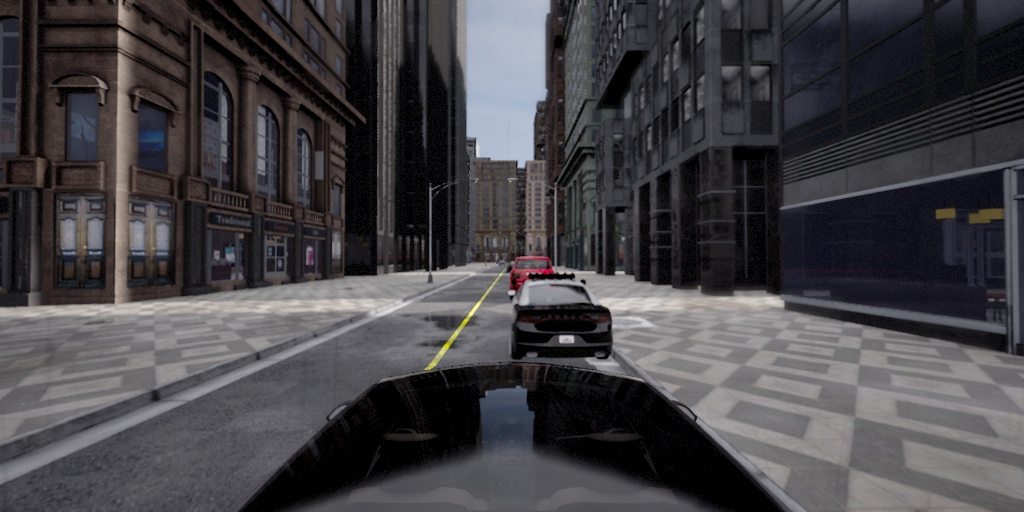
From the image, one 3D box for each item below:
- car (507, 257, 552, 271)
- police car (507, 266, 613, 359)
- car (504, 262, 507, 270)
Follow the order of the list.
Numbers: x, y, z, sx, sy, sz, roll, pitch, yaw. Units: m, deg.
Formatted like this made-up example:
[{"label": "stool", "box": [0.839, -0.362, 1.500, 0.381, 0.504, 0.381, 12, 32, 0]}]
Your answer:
[{"label": "car", "box": [0.974, 1.066, 18.546, 2.150, 2.045, 5.566, 0, 0, 0]}, {"label": "police car", "box": [0.933, 1.211, 8.624, 1.930, 1.638, 5.238, 0, 0, 0]}, {"label": "car", "box": [0.243, 1.639, 48.328, 1.895, 1.301, 4.718, 0, 0, 1]}]
